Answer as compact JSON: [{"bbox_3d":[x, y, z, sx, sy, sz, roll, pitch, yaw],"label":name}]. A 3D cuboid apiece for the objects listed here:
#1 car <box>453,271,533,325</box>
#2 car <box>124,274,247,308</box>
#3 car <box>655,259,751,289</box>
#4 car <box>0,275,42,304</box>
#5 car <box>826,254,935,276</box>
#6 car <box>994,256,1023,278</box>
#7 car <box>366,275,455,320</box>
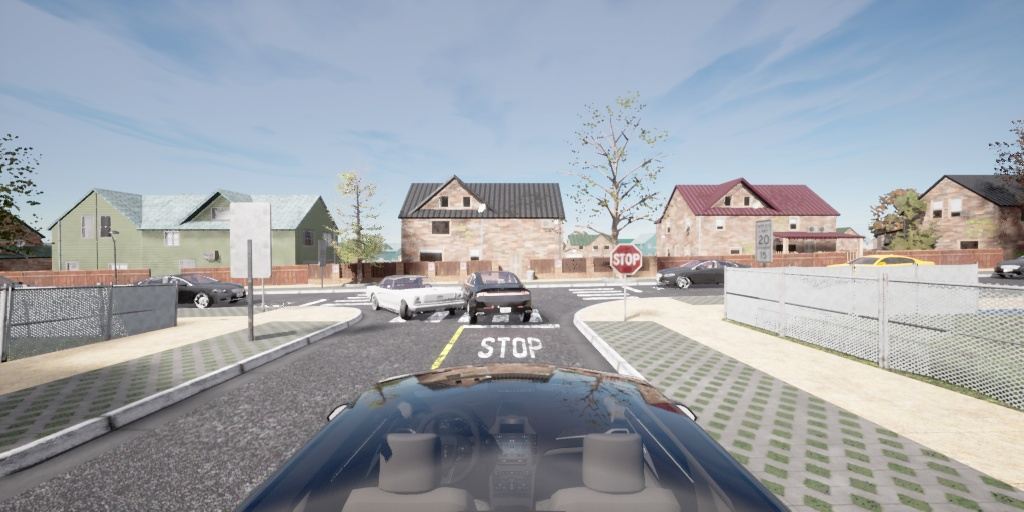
[{"bbox_3d":[-0.679,1.242,12.005,2.128,1.511,4.902,0,0,-12],"label":"car"},{"bbox_3d":[-14.894,1.566,16.368,4.902,1.511,2.128,-1,1,0],"label":"car"},{"bbox_3d":[10.341,0.925,19.408,4.902,1.511,2.128,-1,1,0],"label":"car"},{"bbox_3d":[-24.231,1.648,16.333,4.553,1.767,2.097,-1,1,0],"label":"car"},{"bbox_3d":[19.771,0.690,19.439,5.008,1.535,1.882,-1,1,0],"label":"car"},{"bbox_3d":[29.396,0.478,19.470,4.902,1.511,2.128,-1,1,0],"label":"car"},{"bbox_3d":[-3.596,1.367,12.866,1.895,1.301,4.718,0,0,-38],"label":"car"}]
